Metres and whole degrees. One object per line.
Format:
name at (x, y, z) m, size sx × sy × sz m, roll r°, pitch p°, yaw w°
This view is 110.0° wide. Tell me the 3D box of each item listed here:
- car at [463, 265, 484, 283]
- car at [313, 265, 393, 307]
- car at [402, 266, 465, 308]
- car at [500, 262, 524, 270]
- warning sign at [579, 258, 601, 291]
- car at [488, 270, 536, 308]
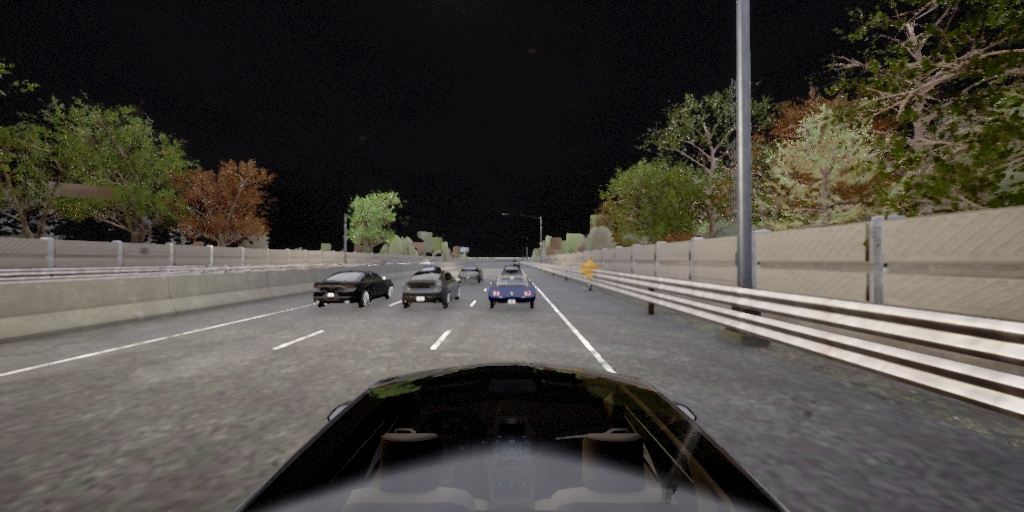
car at (-3.504, 1.535, 31.149) m, size 2.128 × 1.511 × 4.902 m, roll 0°, pitch -1°, yaw 0°
car at (-6.998, 1.368, 16.337) m, size 1.882 × 1.535 × 5.008 m, roll 0°, pitch 0°, yaw 0°
car at (-3.500, 1.396, 16.141) m, size 1.837 × 1.490 × 4.892 m, roll 0°, pitch 0°, yaw 0°
car at (-0.004, 1.550, 31.164) m, size 1.837 × 1.490 × 4.892 m, roll 0°, pitch 0°, yaw 0°
warning sign at (4.545, 1.052, 20.975) m, size 1.300 × 1.860 × 1.060 m, roll 0°, pitch 0°, yaw 0°
car at (-0.002, 1.488, 15.963) m, size 1.895 × 1.301 × 4.718 m, roll 0°, pitch -1°, yaw 0°
